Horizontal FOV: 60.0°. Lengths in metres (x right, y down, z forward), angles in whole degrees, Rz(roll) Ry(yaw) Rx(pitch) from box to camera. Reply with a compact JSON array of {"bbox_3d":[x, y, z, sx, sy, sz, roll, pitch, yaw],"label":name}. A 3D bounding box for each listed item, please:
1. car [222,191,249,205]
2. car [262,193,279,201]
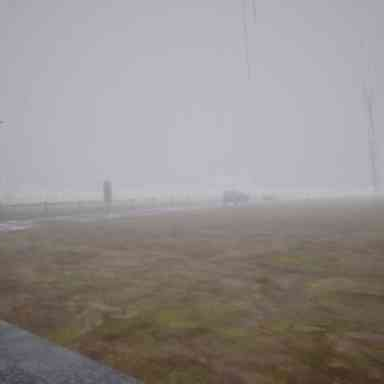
[{"bbox_3d":[6.556,0.793,49.652,2.150,2.045,5.566,-1,1,34],"label":"car"},{"bbox_3d":[14.387,0.905,61.223,1.812,1.442,4.674,-1,0,34],"label":"car"}]
